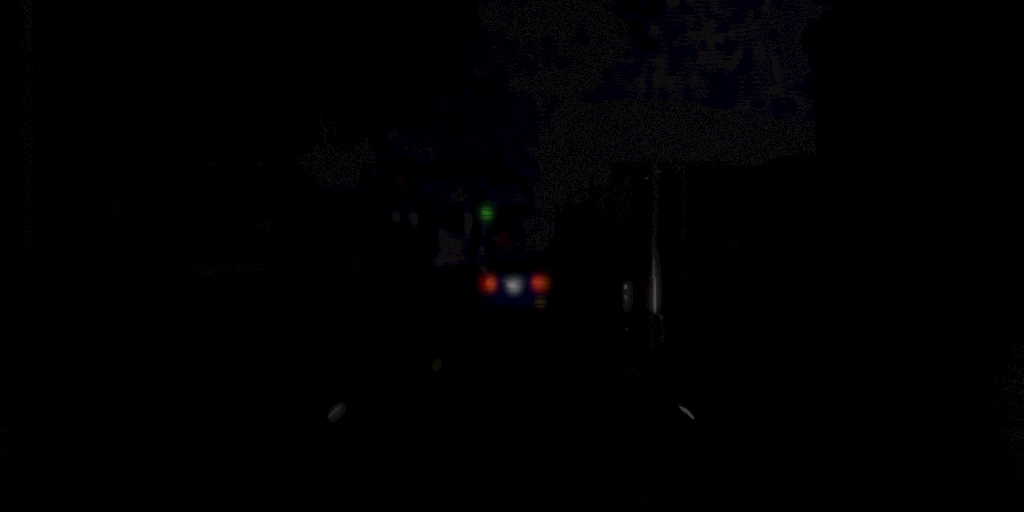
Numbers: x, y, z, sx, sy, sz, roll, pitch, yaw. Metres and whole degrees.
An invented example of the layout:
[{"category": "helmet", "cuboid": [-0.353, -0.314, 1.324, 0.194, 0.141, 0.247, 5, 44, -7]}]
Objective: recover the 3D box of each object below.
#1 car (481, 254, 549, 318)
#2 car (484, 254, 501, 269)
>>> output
[{"category": "car", "cuboid": [0.164, 0.976, 13.145, 2.150, 2.045, 5.566, 0, 0, 2]}, {"category": "car", "cuboid": [-2.824, 0.690, 52.258, 2.150, 2.045, 5.566, 0, 1, 0]}]
